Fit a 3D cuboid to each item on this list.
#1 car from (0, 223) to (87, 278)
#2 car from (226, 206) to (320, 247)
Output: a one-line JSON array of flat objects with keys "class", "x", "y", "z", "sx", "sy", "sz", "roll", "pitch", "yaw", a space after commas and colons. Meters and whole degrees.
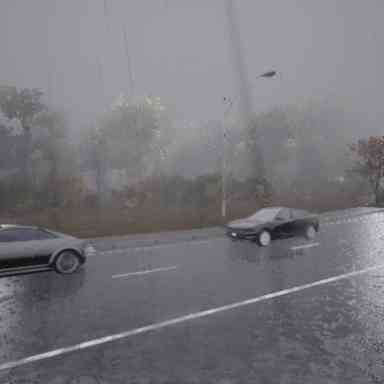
[{"class": "car", "x": -5.061, "y": 1.566, "z": 8.975, "sx": 4.181, "sy": 1.385, "sz": 1.994, "roll": 0, "pitch": 0, "yaw": -35}, {"class": "car", "x": 3.782, "y": 1.450, "z": 15.274, "sx": 5.008, "sy": 1.535, "sz": 1.882, "roll": -1, "pitch": 1, "yaw": -35}]
